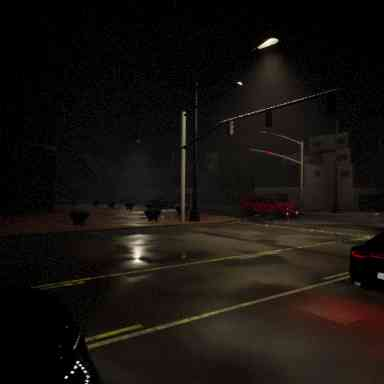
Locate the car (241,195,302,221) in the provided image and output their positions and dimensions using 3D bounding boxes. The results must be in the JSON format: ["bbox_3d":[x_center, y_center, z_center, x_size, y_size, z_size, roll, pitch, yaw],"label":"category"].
[{"bbox_3d":[6.827,1.327,29.253,2.150,2.045,5.566,1,0,-39],"label":"car"}]

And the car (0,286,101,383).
[{"bbox_3d":[-3.228,1.223,1.440,5.566,2.045,2.150,0,0,-36],"label":"car"}]

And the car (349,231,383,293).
[{"bbox_3d":[5.752,1.498,7.883,5.008,1.535,1.882,0,0,-35],"label":"car"}]

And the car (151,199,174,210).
[{"bbox_3d":[-4.216,1.620,44.794,1.812,1.442,4.674,1,-1,-34],"label":"car"}]
